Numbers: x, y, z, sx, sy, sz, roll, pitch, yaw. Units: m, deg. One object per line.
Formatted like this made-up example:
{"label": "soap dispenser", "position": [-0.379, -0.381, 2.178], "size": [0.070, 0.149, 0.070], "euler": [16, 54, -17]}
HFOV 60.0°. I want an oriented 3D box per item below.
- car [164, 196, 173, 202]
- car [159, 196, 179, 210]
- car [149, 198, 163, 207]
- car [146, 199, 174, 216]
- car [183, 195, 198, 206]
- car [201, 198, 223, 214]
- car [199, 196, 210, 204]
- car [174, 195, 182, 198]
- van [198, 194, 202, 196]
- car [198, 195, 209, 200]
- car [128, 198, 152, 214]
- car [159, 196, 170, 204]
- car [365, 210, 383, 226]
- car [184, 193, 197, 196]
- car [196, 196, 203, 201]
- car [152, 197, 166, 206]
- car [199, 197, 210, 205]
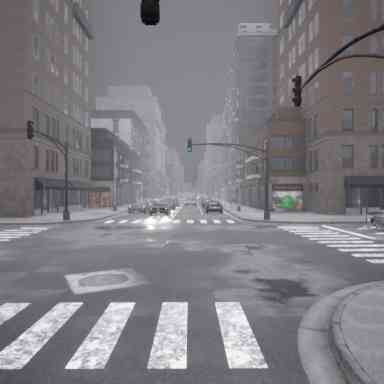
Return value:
{"label": "car", "position": [-5.616, 1.694, 80.143], "size": [2.008, 1.369, 4.403], "euler": [0, 0, 0]}
{"label": "car", "position": [-3.128, 1.617, 43.399], "size": [1.994, 1.385, 4.181], "euler": [0, 0, 1]}
{"label": "car", "position": [-5.656, 1.653, 52.589], "size": [1.802, 1.307, 4.206], "euler": [0, 0, 0]}
{"label": "car", "position": [-3.147, 1.637, 33.421], "size": [1.895, 1.301, 4.718], "euler": [0, 0, 0]}
{"label": "car", "position": [-0.162, 1.681, 56.875], "size": [1.895, 1.301, 4.718], "euler": [0, 0, 0]}
{"label": "car", "position": [2.345, 1.606, 36.045], "size": [1.947, 1.339, 4.313], "euler": [0, 0, 0]}
{"label": "car", "position": [2.361, 1.641, 47.068], "size": [1.802, 1.307, 4.206], "euler": [0, 0, 0]}
{"label": "car", "position": [-3.106, 1.636, 53.358], "size": [1.994, 1.385, 4.181], "euler": [0, 0, 0]}
{"label": "van", "position": [2.377, 1.424, 58.089], "size": [1.690, 1.788, 3.998], "euler": [0, 0, 0]}
{"label": "car", "position": [2.369, 1.637, 52.578], "size": [1.947, 1.339, 4.313], "euler": [0, 0, 0]}
{"label": "car", "position": [-5.680, 1.480, 36.057], "size": [1.967, 1.590, 4.097], "euler": [0, 0, 0]}
{"label": "car", "position": [-5.632, 1.552, 69.122], "size": [1.967, 1.590, 4.097], "euler": [0, 0, 0]}
{"label": "car", "position": [13.373, 1.442, 20.561], "size": [4.902, 1.511, 2.128], "euler": [0, 0, 0]}
{"label": "car", "position": [-0.236, 1.650, 73.810], "size": [2.128, 1.511, 4.902], "euler": [0, 0, 0]}
{"label": "car", "position": [2.014, 1.698, 90.014], "size": [1.812, 1.442, 4.674], "euler": [0, 0, 0]}
{"label": "car", "position": [-5.648, 1.634, 58.100], "size": [2.008, 1.369, 4.403], "euler": [0, 0, 0]}
{"label": "car", "position": [2.385, 1.647, 63.599], "size": [2.008, 1.369, 4.403], "euler": [0, 0, 0]}
